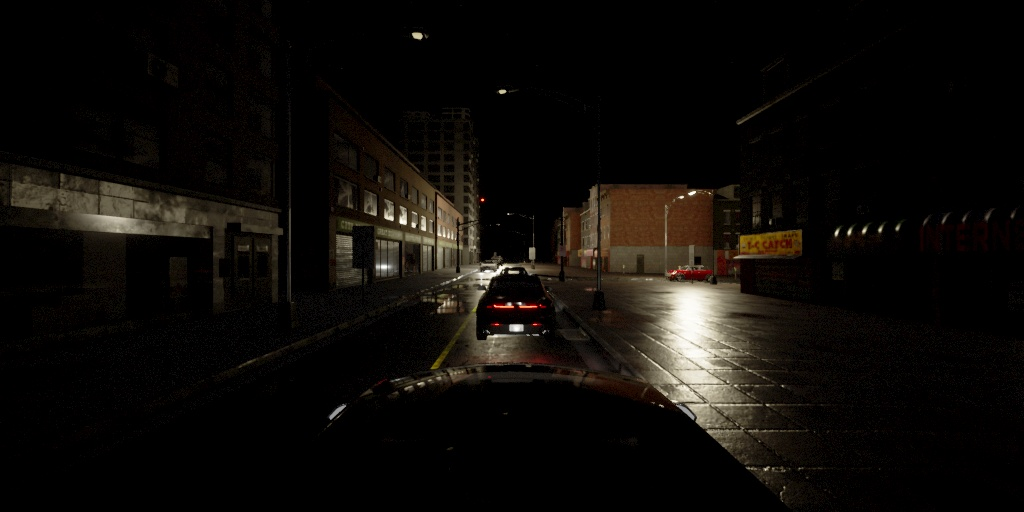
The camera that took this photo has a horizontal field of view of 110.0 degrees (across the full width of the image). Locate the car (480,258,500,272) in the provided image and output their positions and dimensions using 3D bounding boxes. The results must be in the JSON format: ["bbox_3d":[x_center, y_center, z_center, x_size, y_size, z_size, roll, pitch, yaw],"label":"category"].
[{"bbox_3d":[-2.887,1.276,45.070,1.812,1.442,4.674,0,0,1],"label":"car"}]

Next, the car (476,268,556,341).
[{"bbox_3d":[0.086,1.255,9.916,1.837,1.490,4.892,0,0,0],"label":"car"}]

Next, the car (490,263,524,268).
[{"bbox_3d":[0.095,1.298,19.527,2.033,1.411,5.357,0,0,0],"label":"car"}]

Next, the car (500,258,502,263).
[{"bbox_3d":[-2.886,1.347,54.888,1.895,1.301,4.718,0,0,0],"label":"car"}]

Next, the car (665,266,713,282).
[{"bbox_3d":[16.336,1.574,33.113,4.097,1.591,1.967,0,0,0],"label":"car"}]
